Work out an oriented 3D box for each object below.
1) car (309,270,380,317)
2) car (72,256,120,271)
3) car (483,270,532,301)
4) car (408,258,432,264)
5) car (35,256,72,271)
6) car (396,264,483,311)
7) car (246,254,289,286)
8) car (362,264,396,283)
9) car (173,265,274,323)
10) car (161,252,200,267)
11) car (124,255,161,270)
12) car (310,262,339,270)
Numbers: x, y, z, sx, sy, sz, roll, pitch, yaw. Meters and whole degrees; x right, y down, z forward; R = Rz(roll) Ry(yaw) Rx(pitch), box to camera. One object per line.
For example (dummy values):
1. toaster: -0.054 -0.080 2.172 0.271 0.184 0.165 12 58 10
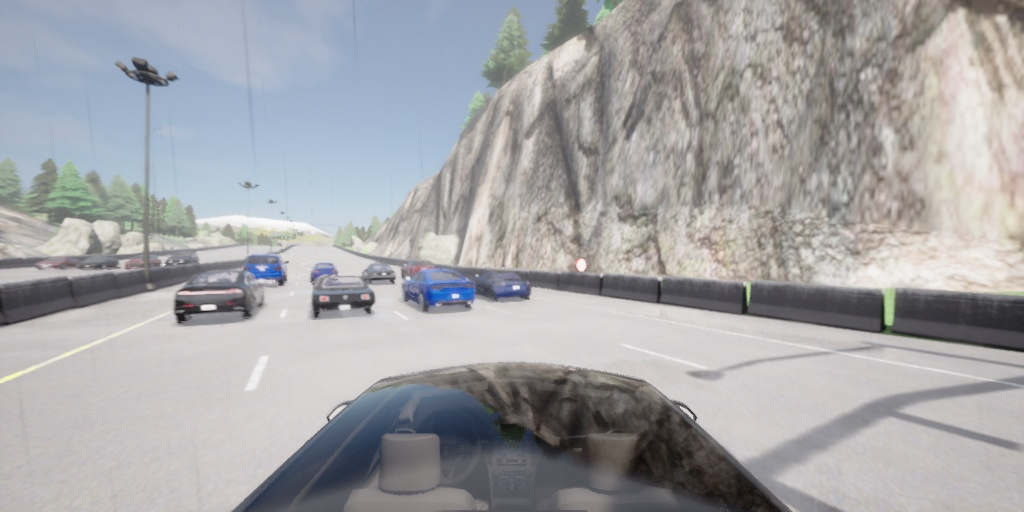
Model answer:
1. car: -6.444 1.370 13.493 1.895 1.301 4.718 0 0 -29
2. car: -45.417 0.749 39.528 1.882 1.535 5.008 0 1 -29
3. car: -0.780 1.360 17.717 1.994 1.385 4.181 0 0 -29
4. car: -7.979 1.072 30.435 2.097 1.767 4.553 0 0 -29
5. car: -49.037 0.762 38.863 1.812 1.442 4.674 0 1 -29
6. car: -3.193 1.262 14.849 1.882 1.535 5.008 0 0 -29
7. car: -16.614 0.908 24.360 2.150 2.045 5.566 0 1 -29
8. car: -10.010 1.269 26.878 2.033 1.411 5.357 0 0 -29
9. car: -9.787 1.244 12.305 2.128 1.511 4.902 0 0 -29
10. car: -39.315 0.522 42.945 2.150 2.045 5.566 0 1 -29
11. car: -42.447 0.635 41.379 2.097 1.767 4.553 0 1 -29
12. car: -14.439 1.211 27.646 1.812 1.442 4.674 0 1 -29
